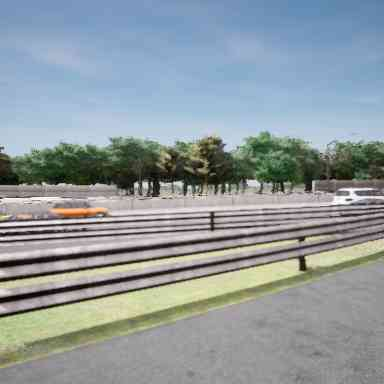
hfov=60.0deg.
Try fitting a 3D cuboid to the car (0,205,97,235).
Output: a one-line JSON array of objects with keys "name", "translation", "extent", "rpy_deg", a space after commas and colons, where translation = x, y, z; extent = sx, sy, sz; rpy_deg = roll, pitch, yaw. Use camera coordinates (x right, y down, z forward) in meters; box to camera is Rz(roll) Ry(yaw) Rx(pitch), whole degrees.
[{"name": "car", "translation": [-7.861, 1.680, 17.100], "extent": [5.357, 1.411, 2.033], "rpy_deg": [-2, 1, -16]}]

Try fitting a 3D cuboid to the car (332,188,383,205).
[{"name": "car", "translation": [14.118, 0.702, 26.915], "extent": [5.566, 2.045, 2.150], "rpy_deg": [-2, 0, -16]}]

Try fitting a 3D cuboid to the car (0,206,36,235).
[{"name": "car", "translation": [-12.071, 1.702, 19.553], "extent": [5.008, 1.535, 1.882], "rpy_deg": [-2, 1, -16]}]

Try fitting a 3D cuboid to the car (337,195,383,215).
[{"name": "car", "translation": [12.583, 1.121, 22.848], "extent": [4.181, 1.385, 1.994], "rpy_deg": [-2, 0, -16]}]

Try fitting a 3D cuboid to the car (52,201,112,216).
[{"name": "car", "translation": [-8.158, 1.432, 24.289], "extent": [4.553, 1.767, 2.097], "rpy_deg": [-2, 1, -16]}]
